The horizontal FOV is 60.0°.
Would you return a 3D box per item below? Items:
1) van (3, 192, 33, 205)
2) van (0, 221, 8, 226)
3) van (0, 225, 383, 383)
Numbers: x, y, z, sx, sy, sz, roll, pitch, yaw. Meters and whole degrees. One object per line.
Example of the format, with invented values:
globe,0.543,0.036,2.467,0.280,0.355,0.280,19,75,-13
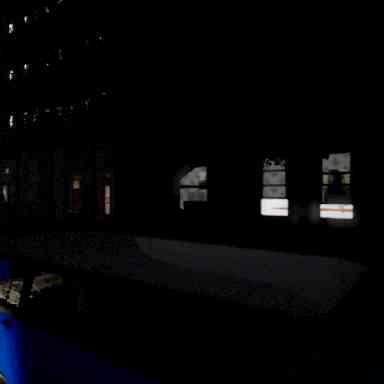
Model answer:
van,-23.402,0.928,44.455,1.690,1.788,3.998,1,1,35
van,-4.967,1.328,6.264,3.998,1.788,1.690,0,0,36
van,-0.451,1.338,3.042,3.998,1.788,1.690,0,0,36
